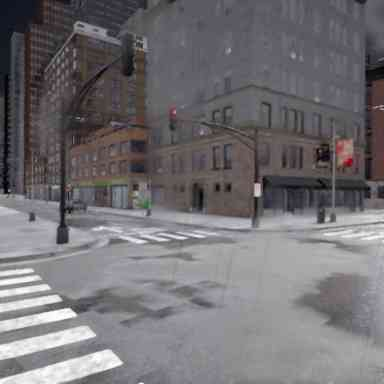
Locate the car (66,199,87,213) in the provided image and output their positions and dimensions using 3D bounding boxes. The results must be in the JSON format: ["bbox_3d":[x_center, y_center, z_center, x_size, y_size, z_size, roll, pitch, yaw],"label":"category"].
[{"bbox_3d":[-13.218,1.466,37.110,2.128,1.511,4.902,0,0,-35],"label":"car"}]
